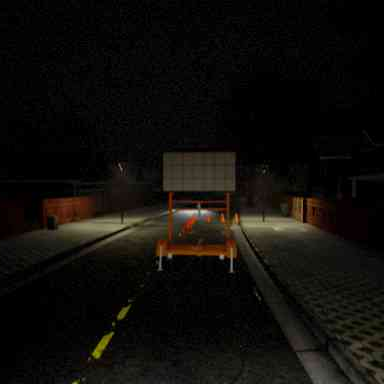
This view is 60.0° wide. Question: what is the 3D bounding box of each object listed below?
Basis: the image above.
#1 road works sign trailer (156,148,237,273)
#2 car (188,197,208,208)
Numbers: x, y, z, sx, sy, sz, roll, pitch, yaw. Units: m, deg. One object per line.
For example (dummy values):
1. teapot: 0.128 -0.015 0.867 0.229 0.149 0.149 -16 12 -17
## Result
1. road works sign trailer: 0.241 0.421 10.629 2.380 3.560 2.880 0 0 6
2. car: 0.761 1.219 39.293 1.895 1.301 4.718 0 1 8
